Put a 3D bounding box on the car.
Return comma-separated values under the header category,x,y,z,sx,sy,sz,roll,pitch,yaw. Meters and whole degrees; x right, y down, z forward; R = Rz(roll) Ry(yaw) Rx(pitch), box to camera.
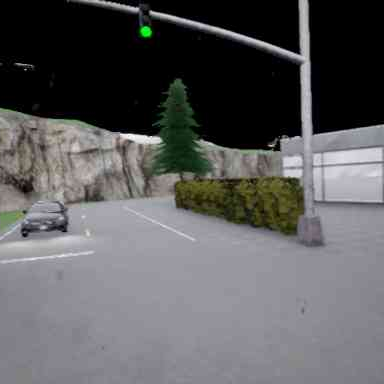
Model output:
category,x,y,z,sx,sy,sz,roll,pitch,yaw
car,-7.021,1.158,16.098,1.812,1.442,4.674,-3,3,-20
